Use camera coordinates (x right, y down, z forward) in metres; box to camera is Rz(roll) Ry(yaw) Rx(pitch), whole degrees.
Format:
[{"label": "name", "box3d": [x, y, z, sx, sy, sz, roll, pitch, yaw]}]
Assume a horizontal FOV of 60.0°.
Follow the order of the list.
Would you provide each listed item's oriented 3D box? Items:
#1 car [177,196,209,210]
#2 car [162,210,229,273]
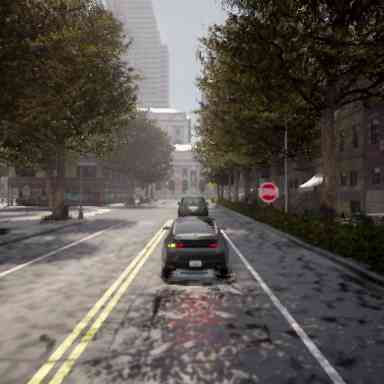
[{"label": "car", "box3d": [0.070, 1.308, 24.285, 2.150, 2.045, 5.566, 0, -1, 0]}, {"label": "car", "box3d": [0.094, 1.546, 10.738, 1.837, 1.490, 4.892, 0, 0, 0]}]
